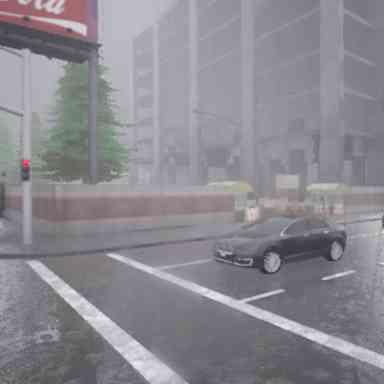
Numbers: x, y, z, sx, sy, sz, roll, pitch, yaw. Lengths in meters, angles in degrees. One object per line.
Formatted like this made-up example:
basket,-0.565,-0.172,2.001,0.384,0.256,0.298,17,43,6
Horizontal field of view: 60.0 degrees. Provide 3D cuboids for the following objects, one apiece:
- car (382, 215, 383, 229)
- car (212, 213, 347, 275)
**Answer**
car,11.783,1.091,16.684,5.566,2.045,2.150,0,0,-36
car,2.874,1.450,10.408,4.892,1.490,1.837,0,0,-34
